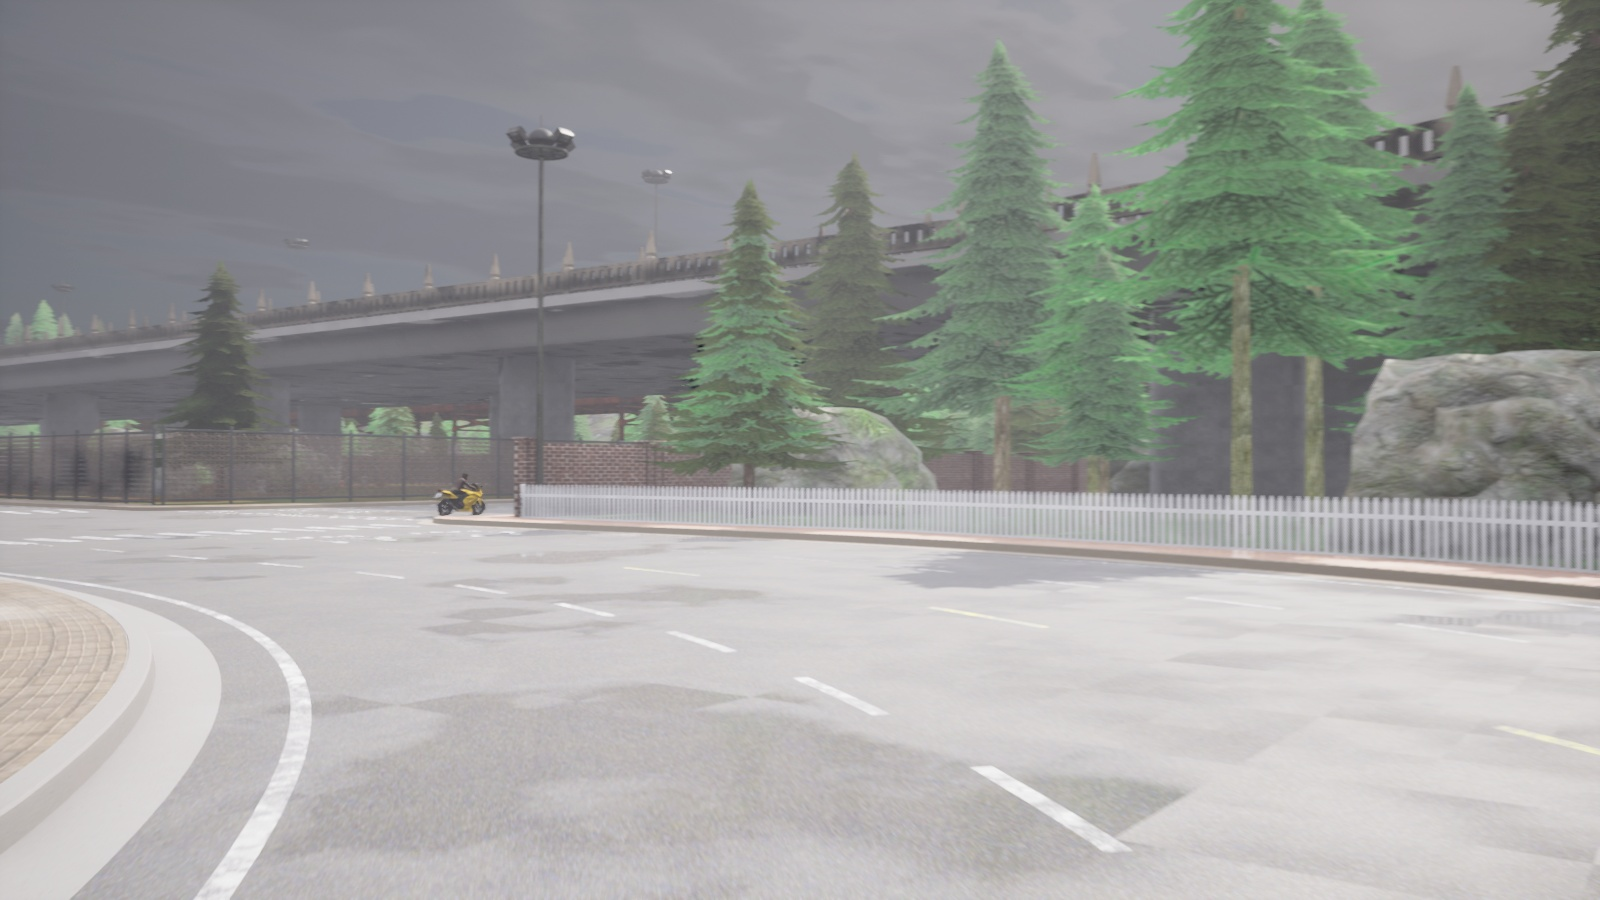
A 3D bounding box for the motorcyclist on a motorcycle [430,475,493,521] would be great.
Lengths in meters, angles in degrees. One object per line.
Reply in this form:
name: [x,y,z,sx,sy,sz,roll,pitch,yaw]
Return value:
motorcyclist on a motorcycle: [-11.694,1.647,43.378,0.797,1.523,2.044,-1,-1,37]
